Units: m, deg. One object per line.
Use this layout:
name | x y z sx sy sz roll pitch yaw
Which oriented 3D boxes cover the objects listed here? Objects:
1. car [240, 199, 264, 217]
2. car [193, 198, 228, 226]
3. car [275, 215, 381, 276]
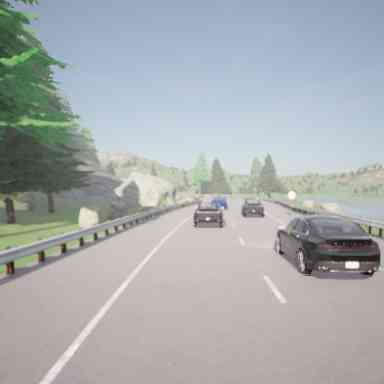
car | 5.454 1.388 30.239 2.128 1.511 4.902 0 0 6
car | 1.149 1.412 22.274 2.128 1.511 4.902 0 0 5
car | 3.889 1.472 10.290 1.837 1.490 4.892 0 0 2
